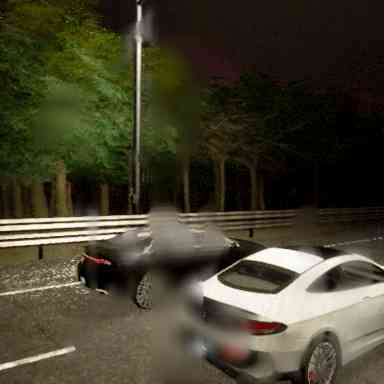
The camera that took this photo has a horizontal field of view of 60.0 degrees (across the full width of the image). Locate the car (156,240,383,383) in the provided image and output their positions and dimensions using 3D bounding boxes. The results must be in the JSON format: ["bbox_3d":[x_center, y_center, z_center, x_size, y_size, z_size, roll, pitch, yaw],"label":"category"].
[{"bbox_3d":[1.973,1.570,5.164,4.674,1.442,1.812,1,0,-36],"label":"car"}]

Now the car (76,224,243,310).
[{"bbox_3d":[-0.172,1.535,7.933,4.902,1.511,2.128,1,0,-36],"label":"car"}]
